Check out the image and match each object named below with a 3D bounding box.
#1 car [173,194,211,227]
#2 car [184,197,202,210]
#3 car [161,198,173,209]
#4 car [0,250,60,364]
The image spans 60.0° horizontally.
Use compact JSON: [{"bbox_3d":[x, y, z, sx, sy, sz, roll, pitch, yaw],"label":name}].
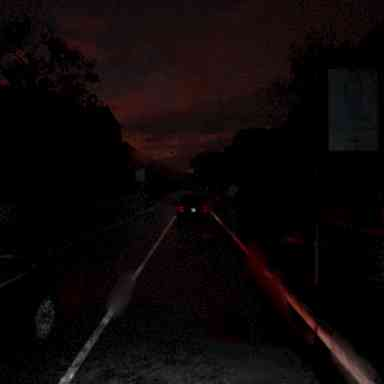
[{"bbox_3d":[0.101,1.177,22.656,2.150,2.045,5.566,0,0,0],"label":"car"},{"bbox_3d":[0.103,1.408,41.526,2.128,1.511,4.902,0,0,0],"label":"car"},{"bbox_3d":[-3.114,1.456,45.193,2.033,1.411,5.357,0,0,0],"label":"car"},{"bbox_3d":[-3.101,1.484,3.601,2.128,1.511,4.902,0,0,0],"label":"car"}]
